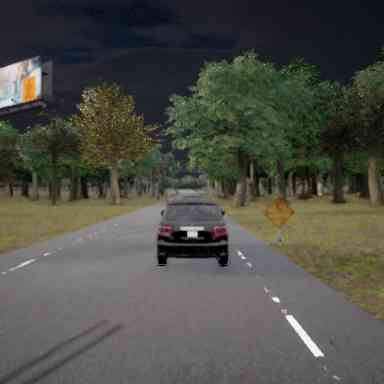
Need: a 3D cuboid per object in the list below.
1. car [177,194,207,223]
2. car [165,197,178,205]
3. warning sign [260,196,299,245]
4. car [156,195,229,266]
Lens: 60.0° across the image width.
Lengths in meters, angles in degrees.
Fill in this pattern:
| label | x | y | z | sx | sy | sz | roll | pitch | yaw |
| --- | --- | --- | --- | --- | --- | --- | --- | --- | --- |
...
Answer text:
| label | x | y | z | sx | sy | sz | roll | pitch | yaw |
| --- | --- | --- | --- | --- | --- | --- | --- | --- | --- |
| car | 0.036 | 1.234 | 26.767 | 2.150 | 2.045 | 5.566 | 0 | 0 | 0 |
| car | -3.552 | 1.559 | 58.097 | 1.994 | 1.385 | 4.181 | 0 | 0 | 1 |
| warning sign | 3.533 | 1.122 | 13.547 | 1.300 | 1.860 | 1.060 | -1 | -1 | 0 |
| car | 0.034 | 1.229 | 11.713 | 2.150 | 2.045 | 5.566 | 0 | 0 | 0 |
